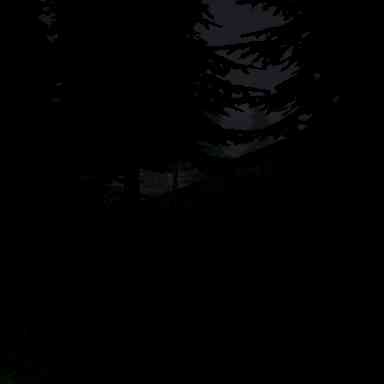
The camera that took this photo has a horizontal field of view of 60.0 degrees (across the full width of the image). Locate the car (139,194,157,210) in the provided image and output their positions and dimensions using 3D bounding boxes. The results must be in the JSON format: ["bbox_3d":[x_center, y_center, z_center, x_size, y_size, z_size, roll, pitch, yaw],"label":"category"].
[{"bbox_3d":[-6.492,1.206,39.279,2.150,2.045,5.566,0,0,37],"label":"car"}]
